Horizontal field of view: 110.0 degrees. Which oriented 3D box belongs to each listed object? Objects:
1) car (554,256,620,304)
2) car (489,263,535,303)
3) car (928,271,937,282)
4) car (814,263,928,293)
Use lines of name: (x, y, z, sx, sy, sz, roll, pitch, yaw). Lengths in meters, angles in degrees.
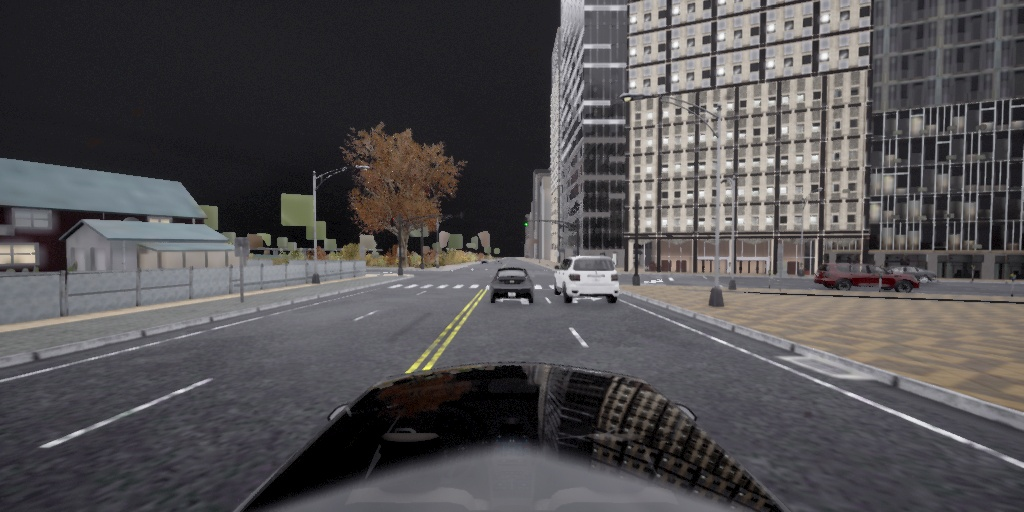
car: (3.250, 1.004, 16.534, 2.150, 2.045, 5.566, 0, 0, 0)
car: (0.000, 1.262, 16.506, 1.837, 1.490, 4.892, 0, 0, 0)
car: (31.049, 1.466, 29.002, 4.403, 1.370, 2.007, 0, 0, 20)
car: (23.016, 1.392, 23.554, 5.009, 1.841, 2.192, 0, 0, 20)
